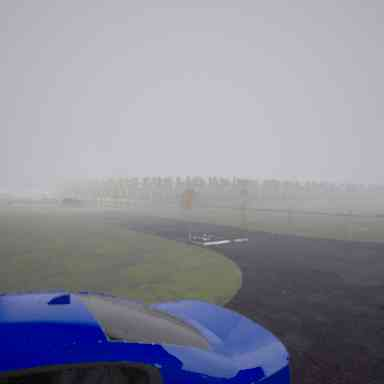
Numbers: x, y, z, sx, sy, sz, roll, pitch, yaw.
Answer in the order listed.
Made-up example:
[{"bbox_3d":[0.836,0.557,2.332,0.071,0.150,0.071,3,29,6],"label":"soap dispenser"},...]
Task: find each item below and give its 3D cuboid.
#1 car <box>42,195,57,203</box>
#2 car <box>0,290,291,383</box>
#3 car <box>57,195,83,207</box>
[{"bbox_3d":[-24.392,1.235,57.191,1.895,1.301,4.718,0,0,-36],"label":"car"},{"bbox_3d":[-1.608,1.475,1.857,5.008,1.535,1.882,0,-1,-32],"label":"car"},{"bbox_3d":[-16.579,1.224,46.028,2.128,1.511,4.902,0,0,-35],"label":"car"}]
